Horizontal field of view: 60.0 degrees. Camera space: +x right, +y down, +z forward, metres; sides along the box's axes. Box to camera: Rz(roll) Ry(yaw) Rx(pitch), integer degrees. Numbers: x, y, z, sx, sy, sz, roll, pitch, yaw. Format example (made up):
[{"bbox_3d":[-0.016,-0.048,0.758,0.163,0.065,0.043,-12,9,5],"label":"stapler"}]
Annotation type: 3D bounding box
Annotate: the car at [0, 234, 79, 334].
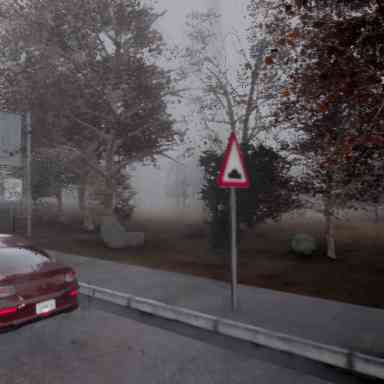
[{"bbox_3d":[-4.039,1.527,6.263,4.674,1.442,1.812,0,0,35],"label":"car"}]
